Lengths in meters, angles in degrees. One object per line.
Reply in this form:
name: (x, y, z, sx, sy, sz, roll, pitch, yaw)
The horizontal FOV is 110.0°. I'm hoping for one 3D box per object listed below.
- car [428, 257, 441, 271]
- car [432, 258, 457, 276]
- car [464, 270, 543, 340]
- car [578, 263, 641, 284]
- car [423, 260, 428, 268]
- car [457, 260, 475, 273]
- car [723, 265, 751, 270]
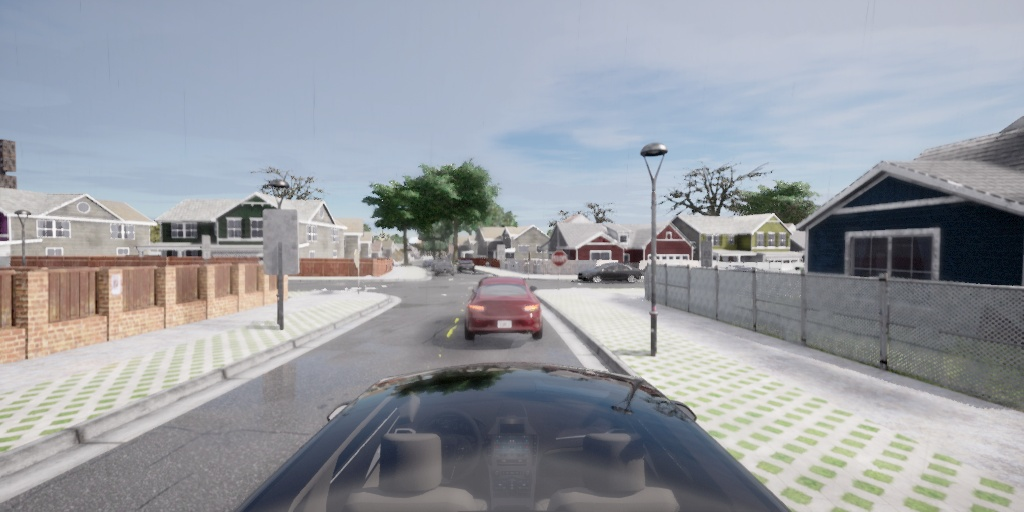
car: (-9.462, 1.242, 46.450, 1.837, 1.490, 4.892, 0, 0, -16)
car: (-6.994, 1.244, 36.818, 1.837, 1.490, 4.892, 0, 0, -13)
car: (-0.254, 1.268, 9.831, 1.812, 1.442, 4.674, 0, 0, -2)
car: (7.460, 1.316, 27.564, 4.892, 1.490, 1.837, 1, 1, -14)
car: (-13.600, 1.281, 59.129, 2.033, 1.411, 5.357, 0, 0, -19)
car: (-5.714, 1.212, 43.950, 2.128, 1.511, 4.902, 0, 0, -15)
car: (18.964, 1.492, 30.612, 4.181, 1.385, 1.994, 1, 1, -17)
